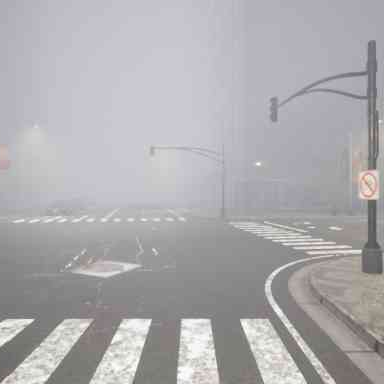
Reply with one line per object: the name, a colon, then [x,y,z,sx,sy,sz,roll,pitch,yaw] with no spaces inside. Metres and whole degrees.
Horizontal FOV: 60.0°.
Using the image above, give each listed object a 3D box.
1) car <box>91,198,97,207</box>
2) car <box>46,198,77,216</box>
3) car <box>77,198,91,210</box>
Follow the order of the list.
car: [-16.406,1.600,53.148,1.994,1.385,4.181,0,0,-9]
car: [-13.216,1.542,33.473,1.812,1.442,4.674,0,0,-10]
car: [-14.808,1.503,43.305,1.882,1.535,5.008,0,0,-9]
